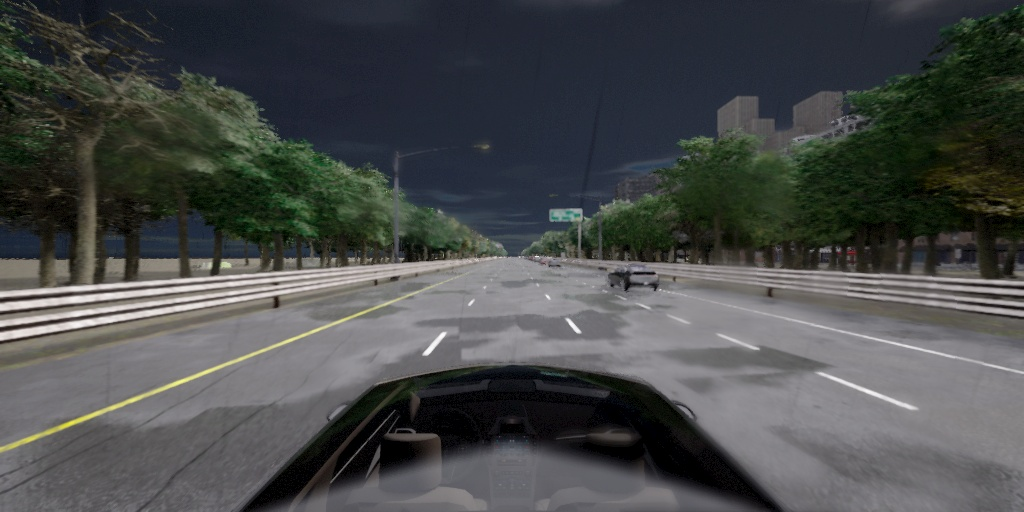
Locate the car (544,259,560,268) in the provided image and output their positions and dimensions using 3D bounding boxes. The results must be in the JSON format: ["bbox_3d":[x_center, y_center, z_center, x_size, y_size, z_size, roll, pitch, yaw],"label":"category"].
[{"bbox_3d":[7.186,1.291,62.176,2.033,1.411,5.357,0,0,0],"label":"car"}]

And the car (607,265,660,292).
[{"bbox_3d":[7.017,1.249,21.172,2.128,1.511,4.902,0,0,0],"label":"car"}]
